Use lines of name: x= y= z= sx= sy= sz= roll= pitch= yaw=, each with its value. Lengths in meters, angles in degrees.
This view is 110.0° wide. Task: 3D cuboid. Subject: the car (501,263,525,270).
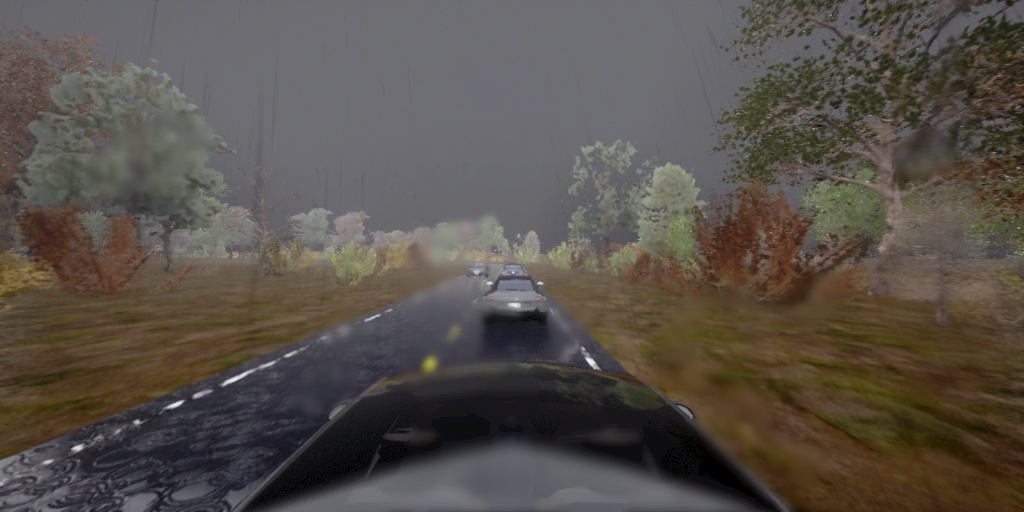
car: x=0.095 y=1.318 z=29.689 sx=2.033 sy=1.411 sz=5.357 roll=0 pitch=0 yaw=0

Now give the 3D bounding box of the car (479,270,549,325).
car: x=0.101 y=1.321 z=11.794 sx=1.994 sy=1.385 sz=4.181 roll=0 pitch=0 yaw=0

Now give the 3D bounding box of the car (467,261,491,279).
car: x=-3.039 y=1.265 z=33.513 sx=2.128 sy=1.511 sz=4.902 roll=0 pitch=0 yaw=0
